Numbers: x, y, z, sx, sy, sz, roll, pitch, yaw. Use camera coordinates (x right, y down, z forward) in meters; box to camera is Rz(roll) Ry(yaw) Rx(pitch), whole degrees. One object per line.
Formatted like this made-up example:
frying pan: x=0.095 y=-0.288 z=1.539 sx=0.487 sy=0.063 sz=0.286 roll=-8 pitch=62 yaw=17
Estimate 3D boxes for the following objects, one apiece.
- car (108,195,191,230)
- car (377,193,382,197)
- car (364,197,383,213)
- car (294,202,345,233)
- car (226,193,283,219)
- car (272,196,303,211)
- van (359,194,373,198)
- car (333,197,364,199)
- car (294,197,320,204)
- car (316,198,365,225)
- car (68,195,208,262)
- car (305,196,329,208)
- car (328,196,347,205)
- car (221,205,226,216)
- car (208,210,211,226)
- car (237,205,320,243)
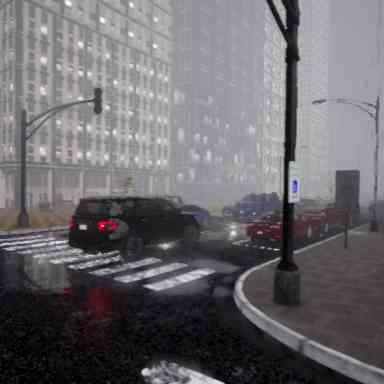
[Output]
car: x=-2.473 y=1.116 z=20.620 sx=2.192 sy=1.841 sz=5.009 roll=1 pitch=1 yaw=38
car: x=44.644 y=1.494 z=82.009 sx=2.008 sy=1.369 sz=4.403 roll=1 pitch=1 yaw=38
car: x=20.996 y=1.610 z=37.444 sx=1.947 sy=1.339 sz=4.313 roll=1 pitch=1 yaw=38
car: x=7.533 y=1.557 z=19.904 sx=1.887 sy=1.381 sz=4.507 roll=1 pitch=1 yaw=38
car: x=5.299 y=1.096 z=26.479 sx=2.150 sy=2.045 sz=5.566 roll=2 pitch=1 yaw=37
car: x=10.988 y=1.270 z=38.160 sx=1.967 sy=1.590 sz=4.097 roll=1 pitch=1 yaw=38
van: x=37.915 y=1.257 z=73.237 sx=1.690 sy=1.788 sz=3.998 roll=1 pitch=1 yaw=38
car: x=17.220 y=1.540 z=36.767 sx=1.994 sy=1.385 sz=4.181 roll=2 pitch=1 yaw=37
car: x=11.540 y=1.394 z=34.602 sx=1.837 sy=1.490 sz=4.892 roll=2 pitch=1 yaw=38
car: x=10.901 y=1.459 z=24.288 sx=1.967 sy=1.590 sz=4.097 roll=1 pitch=1 yaw=38
car: x=-1.841 y=1.153 z=12.324 sx=2.150 sy=2.045 sz=5.566 roll=1 pitch=0 yaw=33
car: x=17.614 y=1.374 z=46.795 sx=1.752 sy=1.417 sz=4.829 roll=1 pitch=1 yaw=38
car: x=24.450 y=1.414 z=55.700 sx=1.887 sy=1.381 sz=4.507 roll=1 pitch=1 yaw=38
car: x=4.254 y=1.358 z=29.391 sx=1.887 sy=1.381 sz=4.507 roll=1 pitch=1 yaw=38
car: x=-0.662 y=1.390 z=18.713 sx=1.812 sy=1.442 sz=4.674 roll=2 pitch=1 yaw=36
car: x=4.168 y=1.551 z=15.520 sx=1.887 sy=1.381 sz=4.507 roll=1 pitch=1 yaw=38
